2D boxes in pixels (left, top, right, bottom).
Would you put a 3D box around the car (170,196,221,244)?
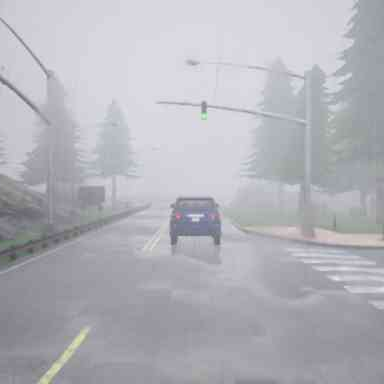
[{"bbox_3d":[0.141,1.177,15.782,2.150,2.045,5.566,0,0,0],"label":"car"}]
